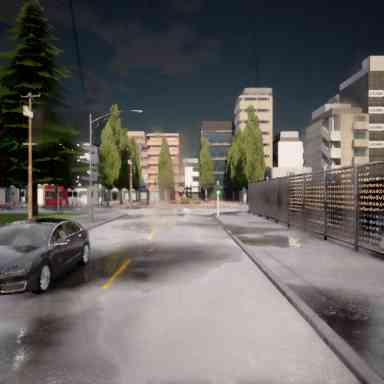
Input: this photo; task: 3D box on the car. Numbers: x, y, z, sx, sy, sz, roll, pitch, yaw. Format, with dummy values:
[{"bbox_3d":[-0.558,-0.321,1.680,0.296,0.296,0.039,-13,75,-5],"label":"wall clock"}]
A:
[{"bbox_3d":[-4.150,1.504,8.824,1.837,1.490,4.892,0,0,0],"label":"car"}]
